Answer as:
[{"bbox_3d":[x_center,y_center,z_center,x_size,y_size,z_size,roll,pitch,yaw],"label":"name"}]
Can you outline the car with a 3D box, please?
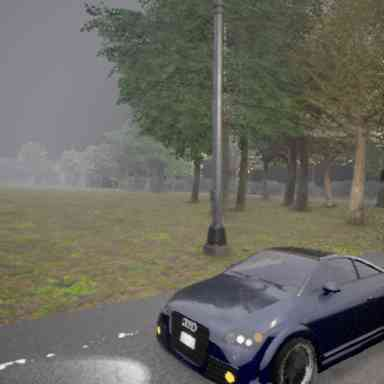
[{"bbox_3d":[1.573,1.586,5.113,4.181,1.385,1.994,0,0,-36],"label":"car"}]
